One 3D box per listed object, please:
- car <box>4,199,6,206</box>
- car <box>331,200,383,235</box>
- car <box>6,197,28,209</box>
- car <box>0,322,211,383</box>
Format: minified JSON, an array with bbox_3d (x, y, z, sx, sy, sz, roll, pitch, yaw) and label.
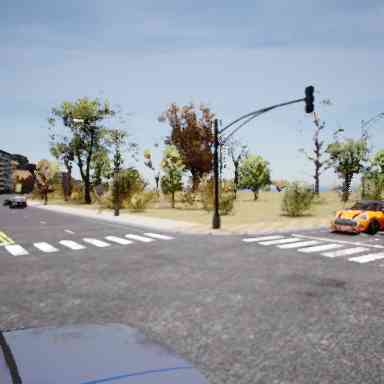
[{"bbox_3d":[-30.204,1.592,55.651,1.994,1.385,4.181,-1,0,-33],"label":"car"},{"bbox_3d":[9.587,1.242,17.894,4.553,1.767,2.097,0,0,-31],"label":"car"},{"bbox_3d":[-24.389,1.567,46.776,2.033,1.411,5.357,-1,0,-34],"label":"car"},{"bbox_3d":[-2.324,1.551,1.742,5.357,1.411,2.033,0,0,-36],"label":"car"}]
